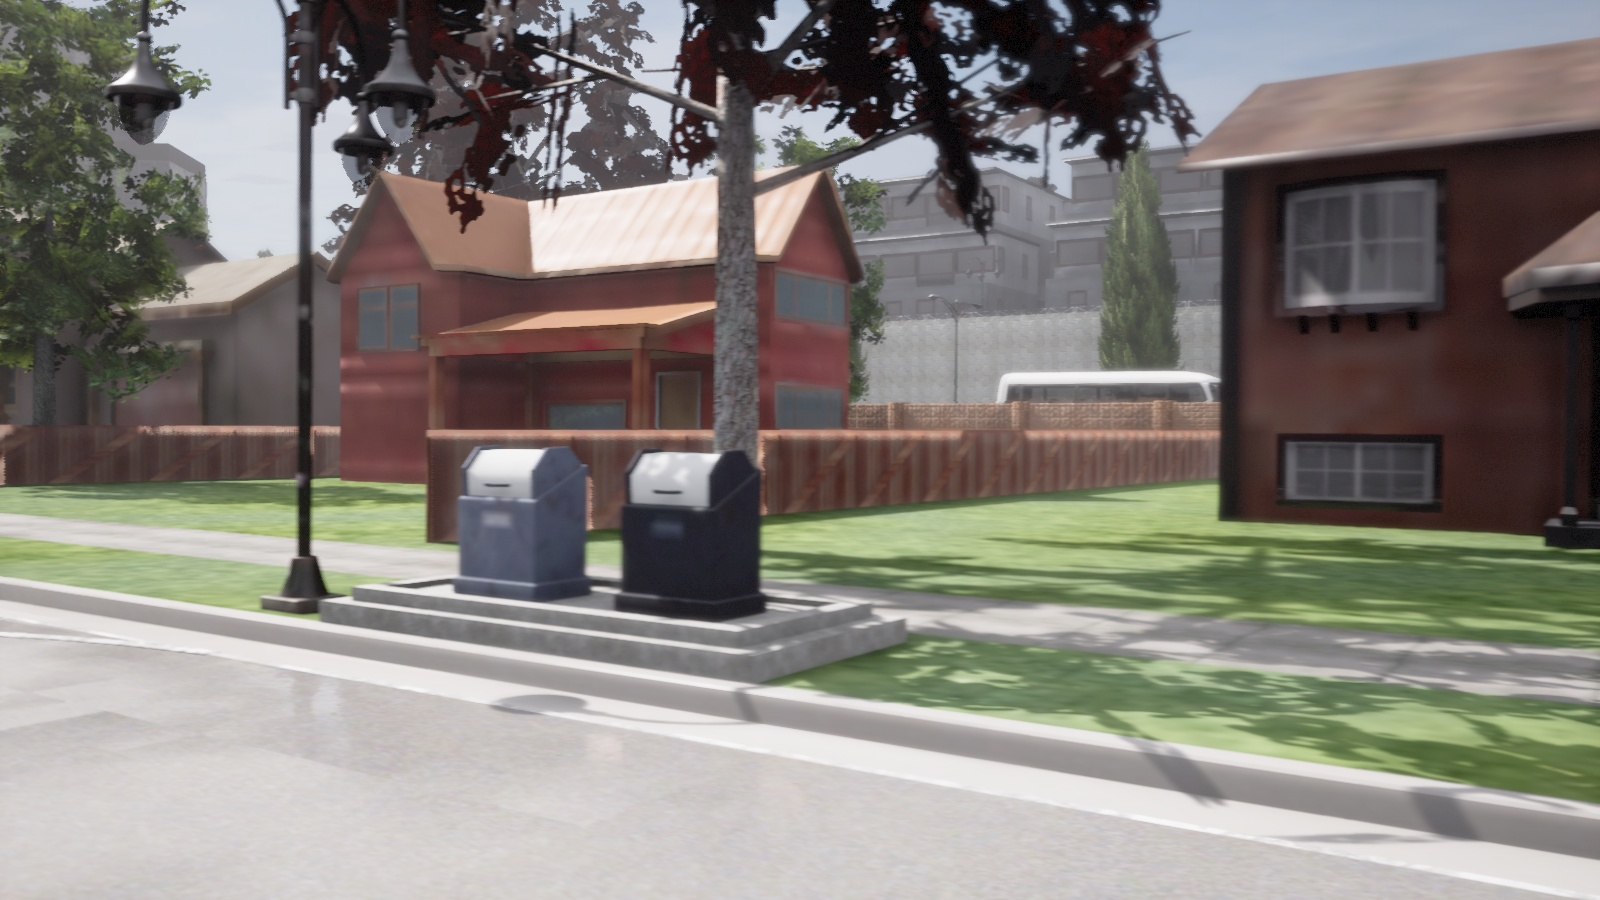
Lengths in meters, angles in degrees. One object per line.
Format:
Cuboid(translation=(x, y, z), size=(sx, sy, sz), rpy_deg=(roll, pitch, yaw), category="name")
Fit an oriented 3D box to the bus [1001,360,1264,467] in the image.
Cuboid(translation=(14.272, -1.519, 54.313), size=(10.273, 4.253, 3.944), rpy_deg=(0, 1, 31), category="bus")
